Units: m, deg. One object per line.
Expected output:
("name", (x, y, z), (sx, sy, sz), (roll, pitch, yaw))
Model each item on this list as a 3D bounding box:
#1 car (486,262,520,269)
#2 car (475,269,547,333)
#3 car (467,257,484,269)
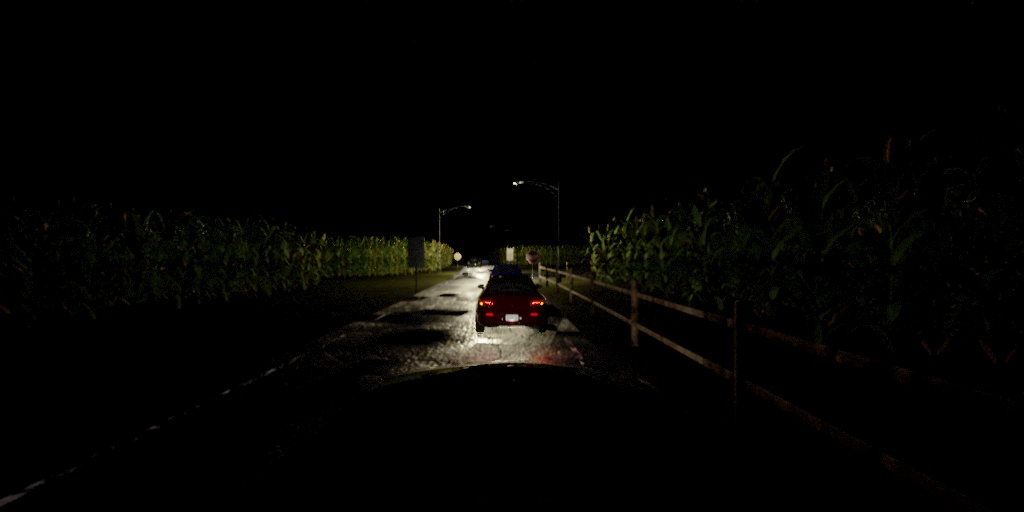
("car", (-0.323, 1.201, 20.653), (1.882, 1.535, 5.008), (0, 0, -1))
("car", (-0.049, 1.262, 10.555), (1.812, 1.442, 4.674), (0, 0, -1))
("car", (-5.766, 1.054, 54.620), (2.097, 1.767, 4.553), (0, 0, -6))
